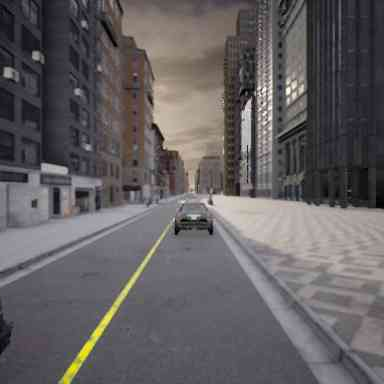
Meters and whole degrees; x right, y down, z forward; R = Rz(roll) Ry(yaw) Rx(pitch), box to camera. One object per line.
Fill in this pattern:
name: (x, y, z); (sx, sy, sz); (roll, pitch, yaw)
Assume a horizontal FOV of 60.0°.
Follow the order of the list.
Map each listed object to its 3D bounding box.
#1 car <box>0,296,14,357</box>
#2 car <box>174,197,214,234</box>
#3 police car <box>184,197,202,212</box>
car: (-3.101, 1.547, 1.720); (2.033, 1.411, 5.357); (0, 0, 0)
car: (0.098, 1.348, 19.269); (2.097, 1.767, 4.553); (0, 0, 0)
police car: (0.096, 1.424, 39.457); (1.930, 1.638, 5.238); (0, 0, 0)
